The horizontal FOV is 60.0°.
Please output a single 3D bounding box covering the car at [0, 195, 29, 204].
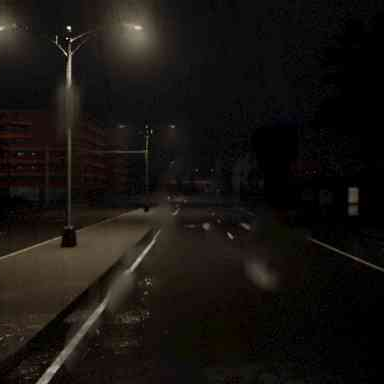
[{"bbox_3d":[-28.060,1.179,51.548,4.718,1.301,1.895,0,0,-1],"label":"car"}]
